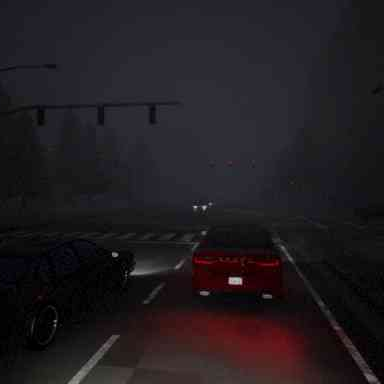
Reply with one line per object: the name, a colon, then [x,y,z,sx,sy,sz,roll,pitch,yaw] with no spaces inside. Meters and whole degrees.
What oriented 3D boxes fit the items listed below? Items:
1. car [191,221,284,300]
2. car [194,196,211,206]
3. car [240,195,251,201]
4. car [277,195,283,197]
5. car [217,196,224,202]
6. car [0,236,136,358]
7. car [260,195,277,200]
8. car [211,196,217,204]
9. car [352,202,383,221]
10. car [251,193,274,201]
car: [1.194,1.479,8.537,1.882,1.535,5.008,0,0,9]
car: [1.604,1.535,56.745,1.812,1.442,4.674,0,0,9]
car: [13.846,1.492,83.825,1.882,1.535,5.008,0,0,39]
car: [25.271,1.494,90.117,5.008,1.535,1.882,0,0,-34]
car: [5.829,1.608,76.446,1.895,1.301,4.718,0,0,21]
car: [-2.731,1.548,6.224,2.033,1.411,5.357,0,0,9]
car: [20.965,1.540,91.269,4.674,1.442,1.812,0,0,-37]
car: [3.243,1.574,66.485,1.994,1.385,4.181,0,0,10]
car: [15.750,1.586,27.440,4.674,1.442,1.812,0,0,10]
car: [17.669,1.240,83.087,2.150,2.045,5.566,0,0,39]
